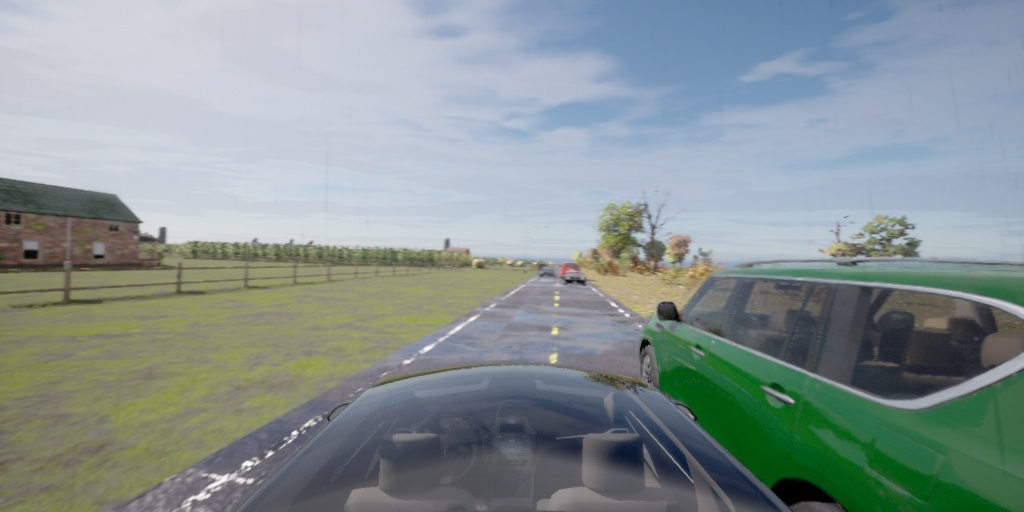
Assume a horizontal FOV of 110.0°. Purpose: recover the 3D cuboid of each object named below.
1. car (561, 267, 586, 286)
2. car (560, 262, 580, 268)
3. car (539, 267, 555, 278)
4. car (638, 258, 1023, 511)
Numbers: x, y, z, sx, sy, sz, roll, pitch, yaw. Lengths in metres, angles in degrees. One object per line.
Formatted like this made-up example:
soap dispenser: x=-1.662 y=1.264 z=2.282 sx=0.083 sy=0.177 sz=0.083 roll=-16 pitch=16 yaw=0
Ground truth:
car: x=5.525 y=1.936 z=31.895 sx=1.895 sy=1.301 sz=4.718 roll=2 pitch=-1 yaw=8
car: x=6.895 y=1.749 z=42.635 sx=2.150 sy=2.045 sz=5.566 roll=1 pitch=-1 yaw=8
car: x=4.543 y=2.075 z=46.240 sx=1.994 sy=1.385 sz=4.181 roll=2 pitch=-1 yaw=7
car: x=2.643 y=1.066 z=2.921 sx=2.150 sy=2.045 sz=5.566 roll=2 pitch=-1 yaw=7
